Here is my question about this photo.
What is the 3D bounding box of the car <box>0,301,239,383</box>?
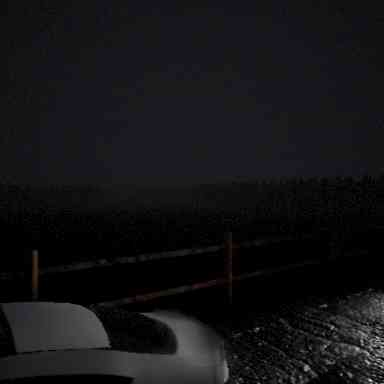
[{"bbox_3d":[-1.748,1.527,1.819,4.674,1.442,1.812,0,0,-35],"label":"car"}]
